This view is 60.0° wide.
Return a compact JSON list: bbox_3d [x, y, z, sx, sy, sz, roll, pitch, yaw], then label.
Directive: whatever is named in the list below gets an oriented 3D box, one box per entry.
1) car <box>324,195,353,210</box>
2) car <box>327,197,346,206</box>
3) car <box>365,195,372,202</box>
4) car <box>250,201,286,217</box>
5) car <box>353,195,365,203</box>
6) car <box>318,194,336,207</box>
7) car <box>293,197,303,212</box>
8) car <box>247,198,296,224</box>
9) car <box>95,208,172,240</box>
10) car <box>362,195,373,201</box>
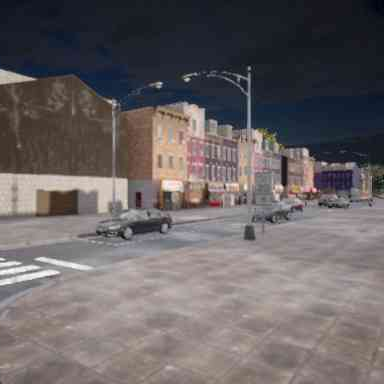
[{"bbox_3d":[18.738,1.480,42.543,1.994,1.385,4.181,0,0,35],"label":"car"},{"bbox_3d":[23.423,1.476,53.734,1.947,1.339,4.313,0,0,35],"label":"car"},{"bbox_3d":[39.709,1.461,76.789,1.752,1.417,4.829,0,0,35],"label":"car"},{"bbox_3d":[7.037,1.502,30.538,1.802,1.307,4.206,0,0,35],"label":"car"},{"bbox_3d":[33.253,1.484,67.650,1.947,1.339,4.313,0,0,35],"label":"car"},{"bbox_3d":[20.145,1.227,49.094,2.192,1.841,5.009,0,0,35],"label":"car"},{"bbox_3d":[10.314,1.357,35.178,1.967,1.590,4.097,0,0,35],"label":"car"},{"bbox_3d":[5.707,1.433,24.257,1.837,1.490,4.892,0,0,35],"label":"car"},{"bbox_3d":[-2.793,1.498,16.623,2.008,1.369,4.403,0,0,35],"label":"car"},{"bbox_3d":[43.084,1.493,81.567,1.887,1.381,4.507,0,0,35],"label":"car"}]
